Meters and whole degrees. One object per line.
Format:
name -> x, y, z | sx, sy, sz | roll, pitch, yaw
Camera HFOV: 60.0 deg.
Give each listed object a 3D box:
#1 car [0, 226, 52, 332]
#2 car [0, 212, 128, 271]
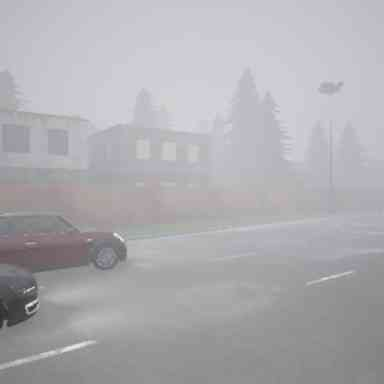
car -> -4.800, 1.516, 4.621 | 4.892, 1.490, 1.837 | -1, 0, -36
car -> -4.144, 1.344, 9.390 | 4.553, 1.767, 2.097 | 0, 0, -36
